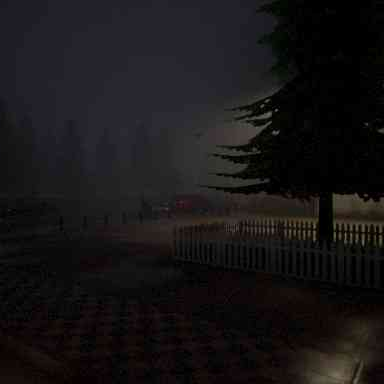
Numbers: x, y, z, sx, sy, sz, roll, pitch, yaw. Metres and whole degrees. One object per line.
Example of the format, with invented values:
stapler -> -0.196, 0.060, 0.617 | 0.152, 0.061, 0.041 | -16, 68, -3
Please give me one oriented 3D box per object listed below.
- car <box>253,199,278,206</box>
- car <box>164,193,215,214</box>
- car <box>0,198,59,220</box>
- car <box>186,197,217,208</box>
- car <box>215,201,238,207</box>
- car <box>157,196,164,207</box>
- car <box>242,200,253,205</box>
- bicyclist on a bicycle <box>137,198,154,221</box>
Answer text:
car -> 12.226, 1.541, 52.923 | 2.033, 1.411, 5.357 | 0, 0, 36
car -> -0.154, 1.215, 35.544 | 2.150, 2.045, 5.566 | 0, 0, 36
car -> -13.955, 1.483, 28.576 | 2.128, 1.511, 4.902 | 0, 0, 35
car -> 1.477, 1.539, 50.139 | 2.033, 1.411, 5.357 | 0, 0, 36
car -> 5.088, 1.557, 48.990 | 1.994, 1.385, 4.181 | 0, 0, 35
car -> -2.891, 1.214, 50.074 | 2.150, 2.045, 5.566 | 0, 0, 36
car -> 10.404, 1.540, 56.549 | 2.033, 1.411, 5.357 | 0, 0, 35
bicyclist on a bicycle -> -3.433, 1.297, 24.414 | 1.656, 1.620, 0.582 | 0, 0, 35
